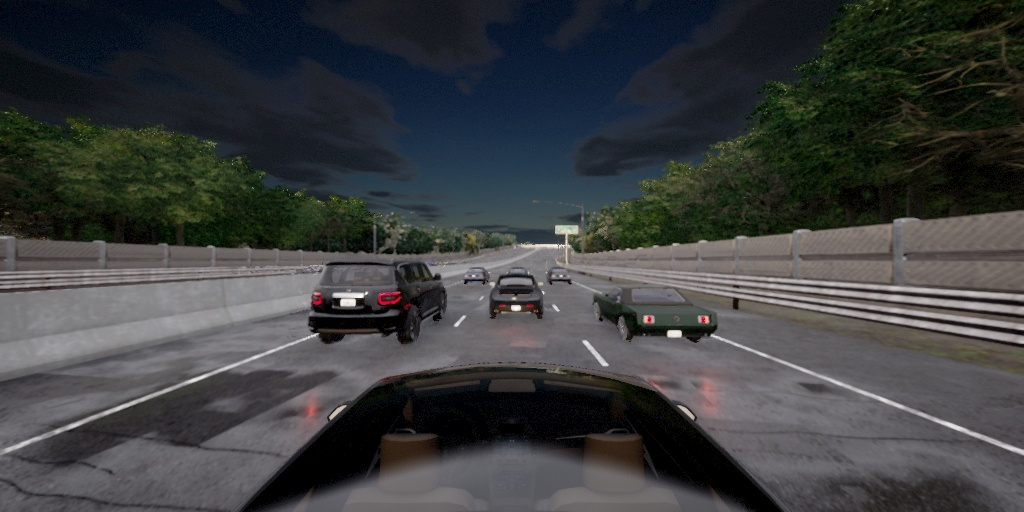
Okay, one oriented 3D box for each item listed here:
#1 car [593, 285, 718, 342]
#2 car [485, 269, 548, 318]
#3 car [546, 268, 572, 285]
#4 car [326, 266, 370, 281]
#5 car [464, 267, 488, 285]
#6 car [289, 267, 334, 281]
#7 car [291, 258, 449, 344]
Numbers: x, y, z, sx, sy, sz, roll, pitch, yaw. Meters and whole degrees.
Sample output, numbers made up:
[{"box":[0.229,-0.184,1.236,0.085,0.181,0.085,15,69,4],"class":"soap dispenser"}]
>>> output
[{"box":[3.625,1.463,10.138,1.895,1.301,4.718,0,-1,1],"class":"car"},{"box":[0.172,1.417,13.781,1.837,1.490,4.892,0,0,1],"class":"car"},{"box":[4.001,1.706,31.149,2.033,1.411,5.357,0,-1,2],"class":"car"},{"box":[-17.018,1.784,37.616,2.033,1.411,5.357,0,-1,2],"class":"car"},{"box":[-3.001,1.703,31.231,2.033,1.411,5.357,0,-1,2],"class":"car"},{"box":[-20.536,1.825,36.953,1.895,1.301,4.718,0,-1,2],"class":"car"},{"box":[-3.374,1.083,10.148,2.150,2.045,5.566,0,0,1],"class":"car"}]
